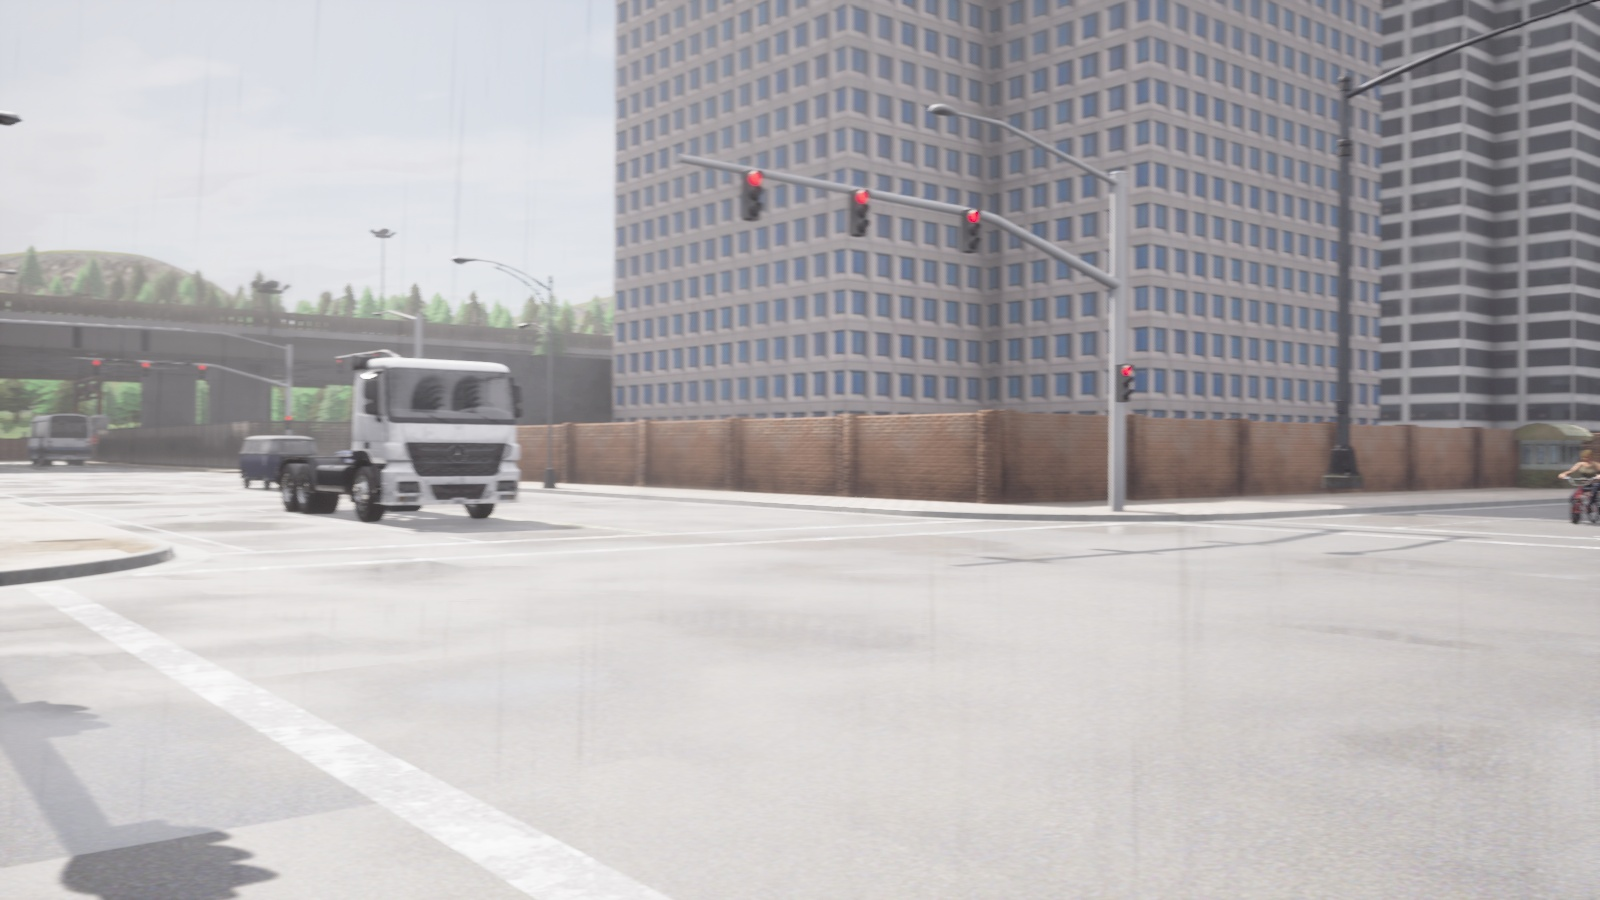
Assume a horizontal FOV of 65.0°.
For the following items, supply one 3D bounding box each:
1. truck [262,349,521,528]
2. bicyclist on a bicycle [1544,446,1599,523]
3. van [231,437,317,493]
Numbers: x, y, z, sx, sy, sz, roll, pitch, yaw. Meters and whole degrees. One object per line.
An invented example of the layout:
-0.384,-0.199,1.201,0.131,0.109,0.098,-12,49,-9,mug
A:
-9.414,-0.219,28.259,2.891,3.462,7.936,0,0,-39,truck
16.861,0.722,27.130,1.509,1.612,0.866,0,0,-38,bicyclist on a bicycle
-19.411,0.524,46.245,1.775,1.987,4.442,0,0,-39,van
